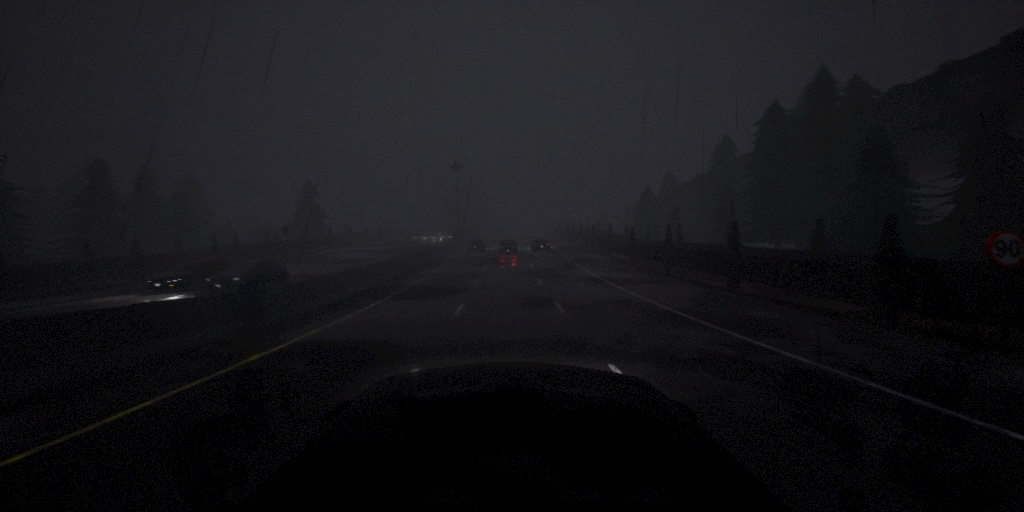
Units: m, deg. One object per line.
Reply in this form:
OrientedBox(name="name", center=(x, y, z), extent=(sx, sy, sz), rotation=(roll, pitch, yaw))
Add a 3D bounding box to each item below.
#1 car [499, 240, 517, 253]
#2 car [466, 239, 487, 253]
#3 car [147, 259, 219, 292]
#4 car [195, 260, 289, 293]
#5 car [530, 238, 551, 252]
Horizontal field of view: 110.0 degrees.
OrientedBox(name="car", center=(-0.409, -1.087, 38.576), extent=(1.895, 1.301, 4.718), rotation=(-1, 6, 0))
OrientedBox(name="car", center=(-3.913, -1.165, 39.570), extent=(1.994, 1.385, 4.181), rotation=(-1, 6, 0))
OrientedBox(name="car", center=(-17.772, 1.017, 20.341), extent=(1.837, 1.490, 4.892), rotation=(-1, 4, 0))
OrientedBox(name="car", center=(-14.266, 1.011, 19.688), extent=(1.812, 1.442, 4.674), rotation=(-1, 4, 0))
OrientedBox(name="car", center=(3.085, -1.251, 39.086), extent=(1.994, 1.385, 4.181), rotation=(-1, 6, 0))
